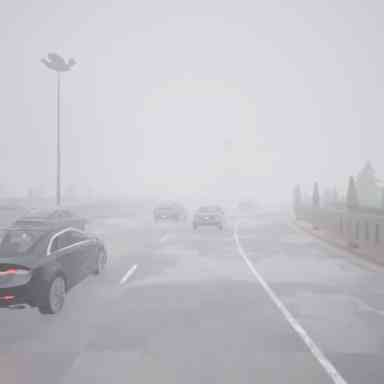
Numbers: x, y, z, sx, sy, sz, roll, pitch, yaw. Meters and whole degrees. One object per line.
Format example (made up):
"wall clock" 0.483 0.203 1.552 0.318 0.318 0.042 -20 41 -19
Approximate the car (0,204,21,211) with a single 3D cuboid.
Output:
"car" -12.911 1.548 22.502 2.033 1.411 5.357 0 0 9

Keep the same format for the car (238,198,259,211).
"car" 7.066 1.526 41.822 1.812 1.442 4.674 0 0 22

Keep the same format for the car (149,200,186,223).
"car" -1.545 1.492 25.558 2.128 1.511 4.902 0 0 11

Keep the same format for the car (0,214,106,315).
"car" -3.361 1.492 7.529 2.128 1.511 4.902 0 0 1

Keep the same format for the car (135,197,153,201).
"car" -7.586 1.547 52.454 2.033 1.411 5.357 0 0 25

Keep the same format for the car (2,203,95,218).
"car" -6.443 1.505 15.735 1.837 1.490 4.892 0 0 5

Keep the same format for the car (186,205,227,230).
"car" 1.206 1.548 21.408 2.033 1.411 5.357 0 0 9

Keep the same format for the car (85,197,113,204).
"car" -13.343 1.478 47.855 1.882 1.535 5.008 0 0 21
